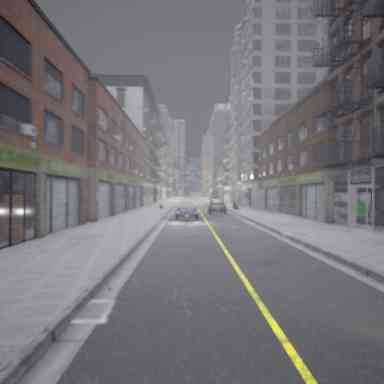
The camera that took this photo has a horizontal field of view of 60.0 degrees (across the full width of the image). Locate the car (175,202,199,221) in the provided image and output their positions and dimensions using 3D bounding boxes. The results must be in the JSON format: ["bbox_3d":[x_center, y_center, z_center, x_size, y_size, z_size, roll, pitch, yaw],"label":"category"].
[{"bbox_3d":[-0.415,1.535,27.509,1.812,1.442,4.674,0,0,-1],"label":"car"}]

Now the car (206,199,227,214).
[{"bbox_3d":[2.569,1.531,35.216,2.128,1.511,4.902,0,0,-1],"label":"car"}]
